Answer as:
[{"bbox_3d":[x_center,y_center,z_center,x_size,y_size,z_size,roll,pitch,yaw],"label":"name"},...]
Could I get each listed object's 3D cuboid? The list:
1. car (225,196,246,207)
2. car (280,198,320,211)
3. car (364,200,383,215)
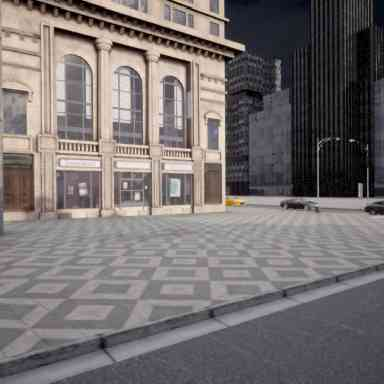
[{"bbox_3d":[5.728,1.367,48.474,1.882,1.535,5.008,-1,0,-34],"label":"car"},{"bbox_3d":[12.460,1.415,38.513,2.128,1.511,4.902,-1,0,-34],"label":"car"},{"bbox_3d":[18.133,1.478,30.169,1.812,1.442,4.674,-1,0,-34],"label":"car"}]
